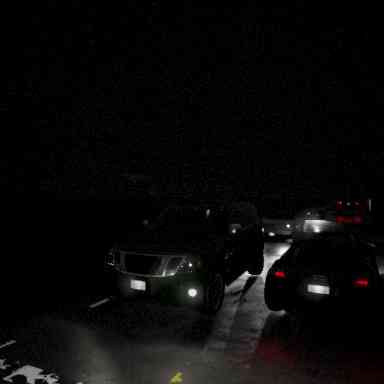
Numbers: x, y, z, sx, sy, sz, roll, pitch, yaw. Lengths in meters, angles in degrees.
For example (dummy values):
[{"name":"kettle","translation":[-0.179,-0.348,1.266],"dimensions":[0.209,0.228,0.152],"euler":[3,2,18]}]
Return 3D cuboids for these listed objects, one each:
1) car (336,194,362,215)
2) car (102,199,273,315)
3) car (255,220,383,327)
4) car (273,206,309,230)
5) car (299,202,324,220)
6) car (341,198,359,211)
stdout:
[{"name":"car","translation":[16.067,1.240,34.028],"dimensions":[2.150,2.045,5.566],"euler":[0,0,26]},{"name":"car","translation":[0.256,1.229,8.164],"dimensions":[2.150,2.045,5.566],"euler":[0,0,25]},{"name":"car","translation":[2.951,1.563,7.254],"dimensions":[1.994,1.385,4.181],"euler":[0,0,26]},{"name":"car","translation":[4.595,1.610,17.122],"dimensions":[1.895,1.301,4.718],"euler":[0,0,26]},{"name":"car","translation":[10.329,1.584,28.853],"dimensions":[1.994,1.385,4.181],"euler":[0,0,26]},{"name":"car","translation":[20.731,1.578,43.684],"dimensions":[2.033,1.411,5.357],"euler":[0,0,26]}]
